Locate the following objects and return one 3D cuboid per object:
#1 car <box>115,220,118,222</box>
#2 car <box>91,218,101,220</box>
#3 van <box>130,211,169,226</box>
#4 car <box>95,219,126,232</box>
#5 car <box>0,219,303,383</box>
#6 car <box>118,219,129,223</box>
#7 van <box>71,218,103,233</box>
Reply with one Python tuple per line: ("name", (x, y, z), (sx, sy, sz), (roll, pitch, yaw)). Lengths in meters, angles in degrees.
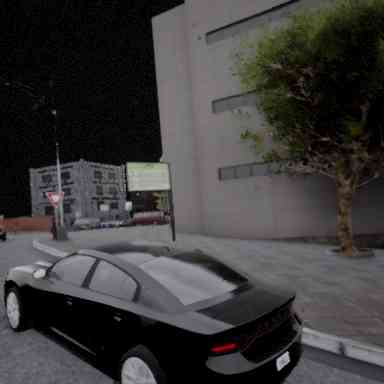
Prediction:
("car", (-14.708, 5.500, 52.898), (5.008, 1.535, 2.097), (-7, -7, 23))
("car", (-13.597, 4.519, 43.918), (1.994, 1.385, 4.181), (-7, -6, 23))
("van", (-5.403, 3.554, 43.263), (4.442, 1.987, 1.878), (-7, -7, 23))
("car", (-13.579, 5.615, 55.451), (4.553, 1.767, 2.185), (-7, -8, 23))
("car", (-0.984, 1.448, 4.862), (5.008, 1.535, 1.882), (1, 1, 41))
("car", (-8.225, 4.570, 48.403), (1.837, 1.490, 4.892), (-7, -7, 23))
("van", (-15.920, 5.064, 50.428), (4.442, 1.987, 1.878), (-7, -7, 23))
